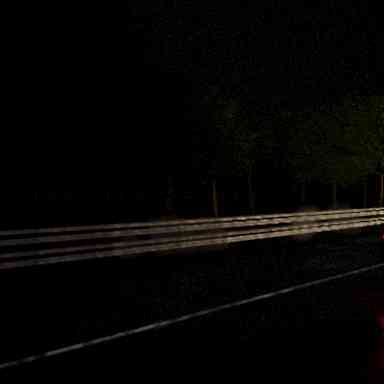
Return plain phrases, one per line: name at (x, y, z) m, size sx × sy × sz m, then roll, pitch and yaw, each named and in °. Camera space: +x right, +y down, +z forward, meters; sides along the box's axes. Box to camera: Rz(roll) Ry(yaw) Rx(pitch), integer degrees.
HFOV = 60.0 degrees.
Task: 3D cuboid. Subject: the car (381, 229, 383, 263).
car at (7.337, 1.194, 9.021) m, size 5.566 × 2.045 × 2.150 m, roll -1°, pitch 0°, yaw -35°
